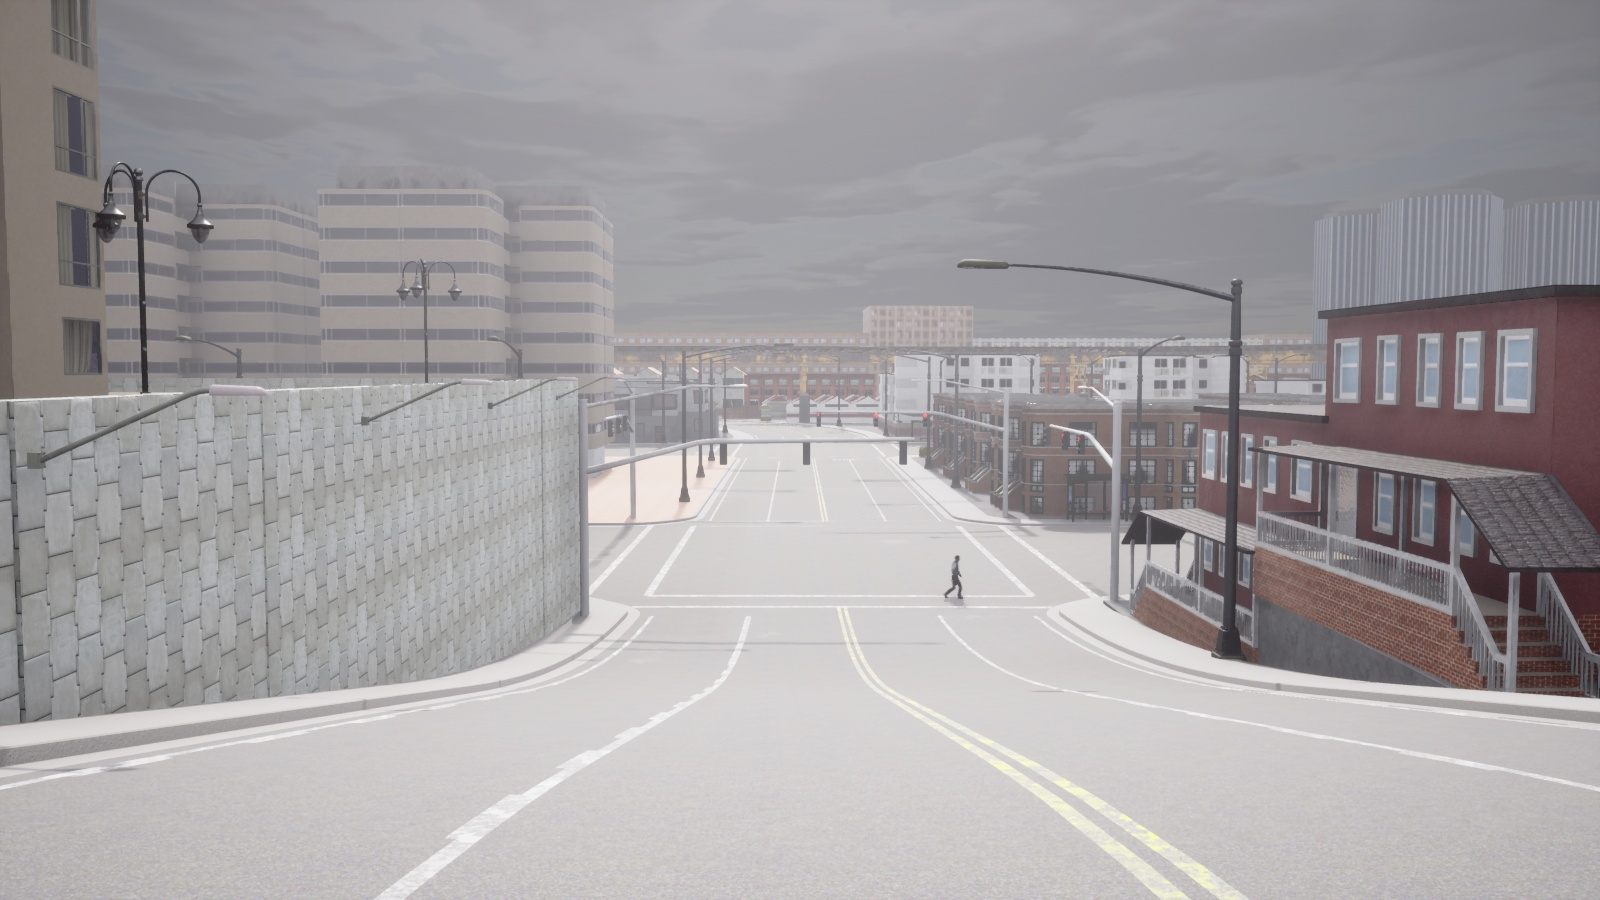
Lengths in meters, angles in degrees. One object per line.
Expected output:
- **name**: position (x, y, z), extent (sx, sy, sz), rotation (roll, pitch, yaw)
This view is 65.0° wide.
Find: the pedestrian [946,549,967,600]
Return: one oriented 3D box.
- **pedestrian**: position (6.193, 4.929, 49.687), extent (0.788, 1.949, 0.423), rotation (0, 4, 1)
